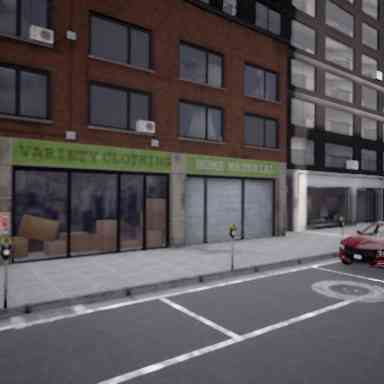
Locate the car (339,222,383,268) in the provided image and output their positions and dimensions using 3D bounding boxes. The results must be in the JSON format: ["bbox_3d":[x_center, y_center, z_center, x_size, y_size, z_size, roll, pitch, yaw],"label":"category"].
[{"bbox_3d":[6.638,1.654,10.955,4.507,1.381,1.887,1,0,-36],"label":"car"}]
